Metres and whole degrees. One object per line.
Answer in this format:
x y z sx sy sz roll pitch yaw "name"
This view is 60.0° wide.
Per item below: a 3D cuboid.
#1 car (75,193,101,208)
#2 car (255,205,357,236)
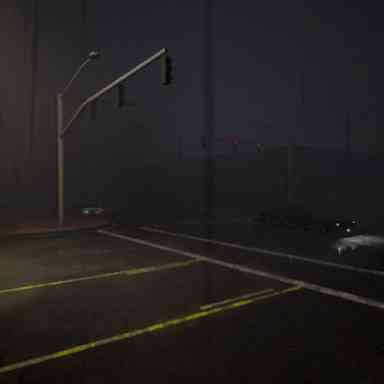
-14.571 1.101 46.260 2.150 2.045 5.566 -1 0 -36 "car"
5.860 1.422 17.916 2.033 1.411 5.357 -1 0 -36 "car"
